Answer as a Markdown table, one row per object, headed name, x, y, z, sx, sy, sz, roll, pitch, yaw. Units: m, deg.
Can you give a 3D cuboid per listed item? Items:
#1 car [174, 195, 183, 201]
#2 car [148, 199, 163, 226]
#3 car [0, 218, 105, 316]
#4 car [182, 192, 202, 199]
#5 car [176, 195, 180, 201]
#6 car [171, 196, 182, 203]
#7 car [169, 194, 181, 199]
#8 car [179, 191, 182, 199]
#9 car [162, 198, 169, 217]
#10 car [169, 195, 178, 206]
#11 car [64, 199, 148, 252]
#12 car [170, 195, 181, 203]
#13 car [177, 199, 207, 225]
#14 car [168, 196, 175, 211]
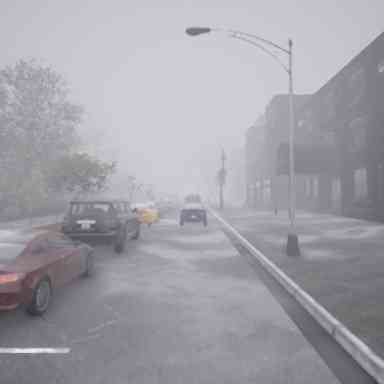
| name | x | y | z | sx | sy | sz | roll | pitch | yaw |
| --- | --- | --- | --- | --- | --- | --- | --- | --- | --- |
| car | -3.618 | 1.655 | 90.832 | 1.946 | 1.575 | 5.366 | 0 | 1 | 2 |
| car | -3.644 | 1.537 | 24.094 | 2.097 | 1.535 | 5.008 | 0 | 0 | 2 |
| car | -3.650 | 1.559 | 7.464 | 2.002 | 1.452 | 4.674 | 0 | 0 | 0 |
| car | 0.113 | 1.323 | 42.958 | 2.150 | 2.045 | 5.566 | 0 | 0 | 0 |
| car | -3.636 | 1.643 | 51.832 | 2.231 | 1.521 | 4.892 | 0 | -1 | 2 |
| car | -3.639 | 1.716 | 79.584 | 2.163 | 1.488 | 4.792 | -1 | 0 | 2 |
| car | -3.634 | 1.639 | 57.373 | 2.097 | 1.535 | 5.008 | 0 | 0 | 2 |
| car | -3.631 | 1.387 | 66.327 | 2.435 | 2.045 | 5.566 | 0 | 0 | 2 |
| car | -3.643 | 1.564 | 29.642 | 2.097 | 1.535 | 5.008 | 0 | 0 | 2 |
| car | -3.638 | 1.626 | 46.276 | 2.097 | 1.535 | 5.008 | 0 | 0 | 2 |
| car | -3.648 | 1.293 | 14.210 | 2.435 | 2.045 | 5.566 | 0 | 0 | 1 |
| car | -3.631 | 1.530 | 73.980 | 2.185 | 1.767 | 4.553 | 0 | 0 | 2 |
| car | 0.108 | 1.527 | 24.908 | 1.882 | 1.535 | 5.008 | 0 | 0 | 0 |
| car | -3.632 | 1.591 | 39.894 | 1.946 | 1.575 | 5.366 | 0 | 0 | 2 |
